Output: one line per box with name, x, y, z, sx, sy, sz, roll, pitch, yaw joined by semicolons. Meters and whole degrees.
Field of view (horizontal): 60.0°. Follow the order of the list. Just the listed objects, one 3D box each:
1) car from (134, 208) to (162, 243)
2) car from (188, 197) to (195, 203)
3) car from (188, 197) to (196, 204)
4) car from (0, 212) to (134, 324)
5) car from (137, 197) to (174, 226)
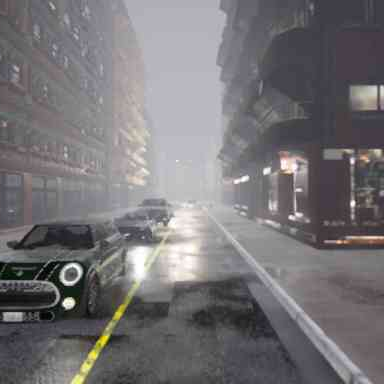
car;-2.843;1.688;16.593;1.994;1.385;4.181;0;0;0
car;-0.007;2.095;89.055;1.812;1.442;4.674;0;-1;0
car;-0.006;2.136;78.631;1.837;1.490;4.892;0;-1;0
car;-2.847;1.407;7.547;2.097;1.767;4.553;0;0;0
car;-2.752;1.418;24.993;2.150;2.045;5.566;0;0;0
